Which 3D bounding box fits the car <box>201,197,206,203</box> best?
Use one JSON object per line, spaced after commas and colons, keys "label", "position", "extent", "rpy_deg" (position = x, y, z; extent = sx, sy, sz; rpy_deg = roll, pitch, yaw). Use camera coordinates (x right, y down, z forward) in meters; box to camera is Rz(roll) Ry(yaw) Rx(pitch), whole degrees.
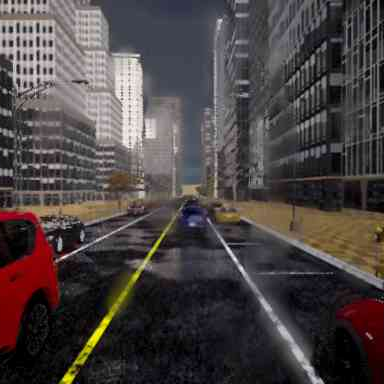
{"label": "car", "position": [2.415, 1.846, 64.559], "extent": [1.752, 1.417, 4.829], "rpy_deg": [-1, 0, 0]}

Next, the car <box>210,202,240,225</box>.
{"label": "car", "position": [2.581, 1.638, 25.187], "extent": [1.752, 1.417, 4.829], "rpy_deg": [-1, 0, 0]}

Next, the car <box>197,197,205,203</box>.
{"label": "car", "position": [2.322, 2.030, 86.889], "extent": [1.802, 1.307, 4.206], "rpy_deg": [-1, 0, 0]}

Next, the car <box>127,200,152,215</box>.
{"label": "car", "position": [-5.848, 1.637, 36.230], "extent": [1.967, 1.590, 4.097], "rpy_deg": [-1, 0, 0]}

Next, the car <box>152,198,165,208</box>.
{"label": "car", "position": [-5.917, 1.831, 53.105], "extent": [1.887, 1.381, 4.507], "rpy_deg": [-1, 0, 0]}

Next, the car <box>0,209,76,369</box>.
{"label": "car", "position": [-3.101, 1.246, 2.899], "extent": [2.150, 2.045, 5.566], "rpy_deg": [0, 0, 0]}

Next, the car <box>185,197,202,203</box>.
{"label": "car", "position": [-0.065, 1.709, 41.470], "extent": [1.837, 1.490, 4.892], "rpy_deg": [0, 0, 0]}

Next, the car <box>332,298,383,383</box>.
{"label": "car", "position": [2.675, 1.443, 2.517], "extent": [1.967, 1.590, 4.097], "rpy_deg": [-1, 0, 0]}

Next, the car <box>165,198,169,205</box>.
{"label": "car", "position": [-5.963, 1.931, 64.354], "extent": [1.802, 1.307, 4.206], "rpy_deg": [-1, 0, 0]}

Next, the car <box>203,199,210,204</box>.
{"label": "car", "position": [2.535, 1.734, 36.265], "extent": [1.947, 1.339, 4.313], "rpy_deg": [-1, 0, 0]}

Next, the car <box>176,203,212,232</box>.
{"label": "car", "position": [0.020, 1.624, 20.600], "extent": [1.812, 1.442, 4.674], "rpy_deg": [0, 0, 0]}

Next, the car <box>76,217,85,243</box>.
{"label": "car", "position": [-5.750, 1.636, 13.730], "extent": [2.008, 1.369, 4.403], "rpy_deg": [-1, 0, 0]}
